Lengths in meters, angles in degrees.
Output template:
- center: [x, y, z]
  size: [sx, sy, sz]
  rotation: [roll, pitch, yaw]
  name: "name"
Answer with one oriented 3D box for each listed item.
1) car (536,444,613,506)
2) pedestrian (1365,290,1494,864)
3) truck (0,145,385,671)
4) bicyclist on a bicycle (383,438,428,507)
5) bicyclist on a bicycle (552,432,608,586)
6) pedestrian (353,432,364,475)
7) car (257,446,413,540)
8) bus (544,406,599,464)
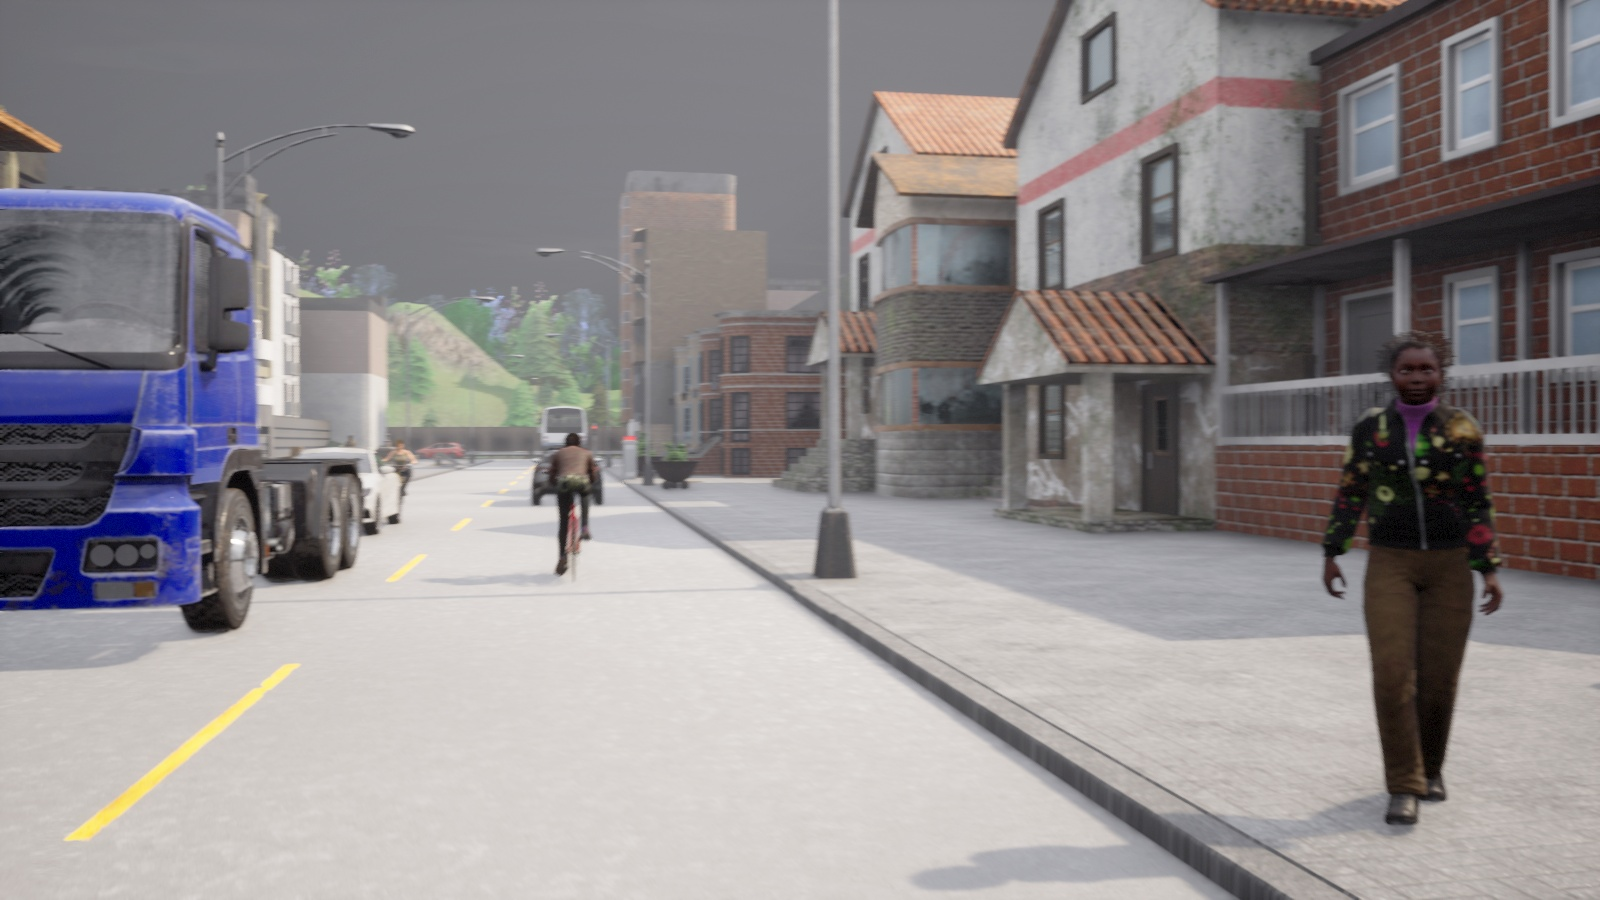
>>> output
- center: [-5.769, 0.586, 32.086]
  size: [1.816, 1.474, 4.193]
  rotation: [0, 0, -10]
  name: "car"
- center: [2.325, 0.426, 4.617]
  size: [0.395, 1.930, 0.692]
  rotation: [0, 0, 29]
  name: "pedestrian"
- center: [-6.166, -0.294, 12.127]
  size: [2.891, 3.462, 7.936]
  rotation: [0, 0, -9]
  name: "truck"
- center: [-9.518, 0.525, 30.358]
  size: [0.866, 1.612, 1.509]
  rotation: [0, 0, -10]
  name: "bicyclist on a bicycle"
- center: [-2.472, 0.623, 14.089]
  size: [0.582, 1.620, 1.656]
  rotation: [0, 0, -10]
  name: "bicyclist on a bicycle"
- center: [-19.977, 0.162, 56.856]
  size: [0.396, 1.930, 0.692]
  rotation: [0, 0, -12]
  name: "pedestrian"
- center: [-7.981, 0.660, 21.977]
  size: [1.812, 1.442, 4.674]
  rotation: [0, 0, -11]
  name: "car"
- center: [-17.798, -1.158, 97.695]
  size: [3.944, 4.253, 10.273]
  rotation: [0, 0, -10]
  name: "bus"
